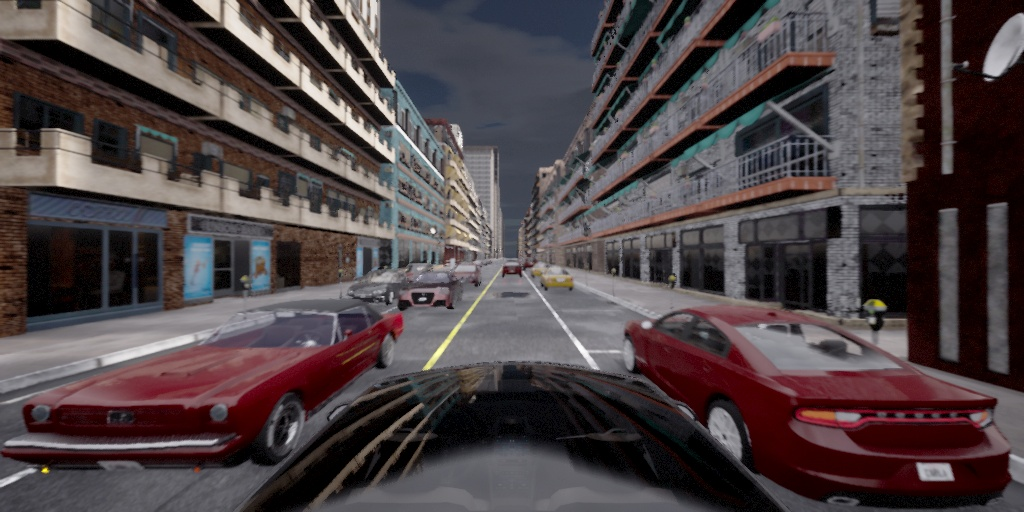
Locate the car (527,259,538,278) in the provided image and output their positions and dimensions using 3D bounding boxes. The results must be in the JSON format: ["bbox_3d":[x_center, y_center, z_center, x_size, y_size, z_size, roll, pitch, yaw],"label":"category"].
[{"bbox_3d":[2.613,1.272,33.179,1.751,1.417,4.829,0,0,0],"label":"car"}]

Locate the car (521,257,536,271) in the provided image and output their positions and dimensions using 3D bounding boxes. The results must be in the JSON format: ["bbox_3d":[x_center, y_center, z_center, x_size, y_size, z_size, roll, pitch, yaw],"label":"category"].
[{"bbox_3d":[2.568,1.066,50.057,2.192,1.841,5.009,0,0,0],"label":"car"}]

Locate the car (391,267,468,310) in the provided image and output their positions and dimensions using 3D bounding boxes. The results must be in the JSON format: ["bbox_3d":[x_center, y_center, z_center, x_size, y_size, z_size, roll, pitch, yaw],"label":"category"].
[{"bbox_3d":[-3.128,1.321,14.477,1.994,1.385,4.181,0,0,-1],"label":"car"}]

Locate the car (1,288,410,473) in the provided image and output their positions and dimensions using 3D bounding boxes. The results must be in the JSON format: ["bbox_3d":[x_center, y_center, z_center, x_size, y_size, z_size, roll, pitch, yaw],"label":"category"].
[{"bbox_3d":[-3.104,1.357,5.048,1.895,1.301,4.718,0,0,0],"label":"car"}]

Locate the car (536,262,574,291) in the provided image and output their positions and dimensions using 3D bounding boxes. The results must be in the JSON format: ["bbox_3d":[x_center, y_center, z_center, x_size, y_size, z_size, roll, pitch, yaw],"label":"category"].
[{"bbox_3d":[2.643,1.271,21.814,1.751,1.417,4.829,0,0,0],"label":"car"}]

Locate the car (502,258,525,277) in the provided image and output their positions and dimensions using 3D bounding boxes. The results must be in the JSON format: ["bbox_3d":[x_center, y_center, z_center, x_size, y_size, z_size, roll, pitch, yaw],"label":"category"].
[{"bbox_3d":[0.016,1.230,34.920,1.882,1.535,5.008,0,0,0],"label":"car"}]

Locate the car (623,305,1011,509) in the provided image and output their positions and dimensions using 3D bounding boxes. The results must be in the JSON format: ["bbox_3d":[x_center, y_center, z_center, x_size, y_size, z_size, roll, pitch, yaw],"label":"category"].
[{"bbox_3d":[2.792,1.290,4.601,1.888,1.381,4.507,0,0,0],"label":"car"}]

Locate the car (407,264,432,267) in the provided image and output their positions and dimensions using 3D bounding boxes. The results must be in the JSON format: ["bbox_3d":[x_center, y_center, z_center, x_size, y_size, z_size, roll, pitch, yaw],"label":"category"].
[{"bbox_3d":[-5.736,1.202,21.620,1.967,1.591,4.097,0,0,0],"label":"car"}]

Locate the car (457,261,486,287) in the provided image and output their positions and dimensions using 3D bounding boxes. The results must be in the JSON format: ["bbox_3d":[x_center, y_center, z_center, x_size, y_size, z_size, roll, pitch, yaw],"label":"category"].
[{"bbox_3d":[-3.059,1.285,24.396,1.812,1.442,4.674,0,0,0],"label":"car"}]

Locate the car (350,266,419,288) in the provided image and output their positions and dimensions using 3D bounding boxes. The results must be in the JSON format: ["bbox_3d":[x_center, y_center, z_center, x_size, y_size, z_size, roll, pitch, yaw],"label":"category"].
[{"bbox_3d":[-5.721,1.312,15.937,2.007,1.370,4.403,0,0,0],"label":"car"}]

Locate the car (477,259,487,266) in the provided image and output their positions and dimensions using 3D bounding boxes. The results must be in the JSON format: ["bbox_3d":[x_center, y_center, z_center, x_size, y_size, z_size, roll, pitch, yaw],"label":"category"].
[{"bbox_3d":[-5.842,1.353,61.397,1.802,1.307,4.207,0,0,0],"label":"car"}]
